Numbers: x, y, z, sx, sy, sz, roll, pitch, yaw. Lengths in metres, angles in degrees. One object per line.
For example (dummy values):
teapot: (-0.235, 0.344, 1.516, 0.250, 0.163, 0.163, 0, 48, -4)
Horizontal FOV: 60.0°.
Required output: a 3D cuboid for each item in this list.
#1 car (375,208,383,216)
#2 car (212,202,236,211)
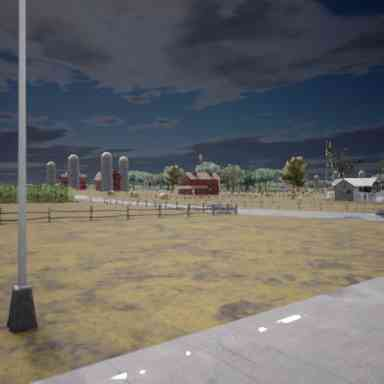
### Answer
car: (20.369, 1.866, 31.431, 2.033, 1.411, 5.357, -1, 0, -36)
car: (5.034, 2.345, 52.841, 1.994, 1.385, 4.181, -1, 0, -36)
